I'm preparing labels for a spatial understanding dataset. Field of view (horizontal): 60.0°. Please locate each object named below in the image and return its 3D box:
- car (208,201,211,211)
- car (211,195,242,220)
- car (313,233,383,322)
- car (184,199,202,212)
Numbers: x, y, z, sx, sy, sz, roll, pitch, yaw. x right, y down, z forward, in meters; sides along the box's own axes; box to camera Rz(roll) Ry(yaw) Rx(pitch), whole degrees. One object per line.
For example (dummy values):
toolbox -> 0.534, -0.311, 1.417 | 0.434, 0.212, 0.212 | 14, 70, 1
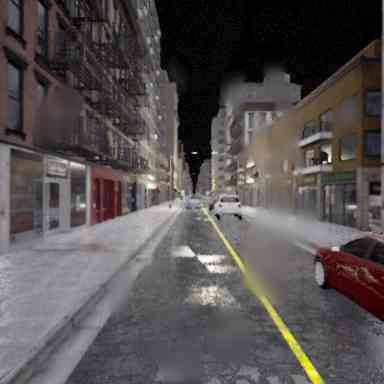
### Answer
car -> 3.185, 1.492, 42.885 | 2.097, 1.767, 4.553 | 0, 0, 1
car -> 3.155, 1.310, 29.762 | 2.150, 2.045, 5.566 | 0, 0, 1
car -> 3.916, 1.506, 6.249 | 1.882, 1.535, 5.008 | 0, 0, 0
car -> 0.162, 1.646, 41.431 | 1.812, 1.442, 4.674 | 0, 0, 0
